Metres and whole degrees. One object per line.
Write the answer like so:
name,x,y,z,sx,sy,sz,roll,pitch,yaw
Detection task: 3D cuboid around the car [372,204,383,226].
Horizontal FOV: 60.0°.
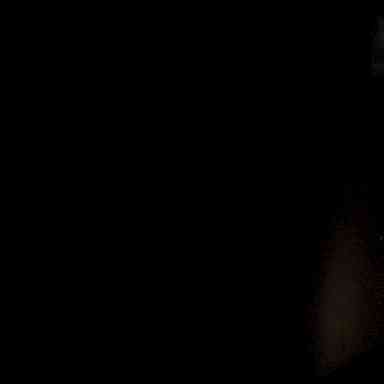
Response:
car,10.637,1.455,20.178,5.357,1.411,2.033,0,0,-35
